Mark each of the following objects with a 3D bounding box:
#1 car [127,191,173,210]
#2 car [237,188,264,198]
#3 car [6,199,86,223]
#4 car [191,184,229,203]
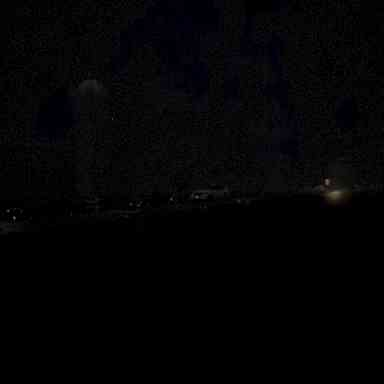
[{"bbox_3d":[-3.733,0.735,30.021,1.837,1.490,4.892,-1,1,36],"label":"car"},{"bbox_3d":[8.353,0.120,46.849,2.033,1.411,5.357,-1,1,36],"label":"car"},{"bbox_3d":[-9.495,1.167,21.884,1.895,1.301,4.718,-1,1,34],"label":"car"},{"bbox_3d":[2.128,0.124,38.214,2.150,2.045,5.566,-1,1,36],"label":"car"}]
